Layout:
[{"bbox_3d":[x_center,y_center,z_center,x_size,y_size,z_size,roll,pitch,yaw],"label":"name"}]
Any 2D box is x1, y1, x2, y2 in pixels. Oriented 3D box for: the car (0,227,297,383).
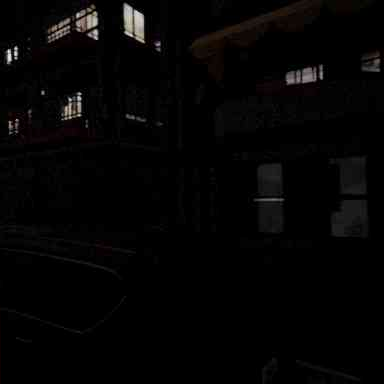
[{"bbox_3d":[-1.406,1.330,3.707,5.009,1.841,2.192,0,-1,35],"label":"car"}]
